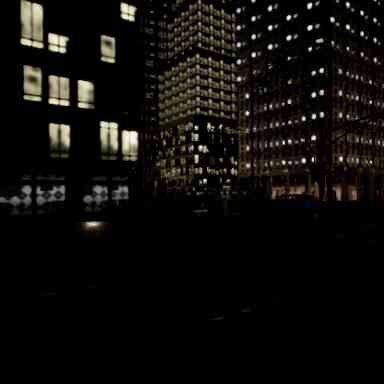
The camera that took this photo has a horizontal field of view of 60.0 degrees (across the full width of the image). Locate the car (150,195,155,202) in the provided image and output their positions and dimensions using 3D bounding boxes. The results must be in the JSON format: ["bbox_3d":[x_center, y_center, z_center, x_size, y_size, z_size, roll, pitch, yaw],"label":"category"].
[{"bbox_3d":[-4.798,0.991,57.973,2.192,1.841,5.009,0,0,-34],"label":"car"}]

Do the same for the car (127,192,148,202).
[{"bbox_3d":[-11.006,0.936,67.149,2.192,1.841,5.009,0,0,-34],"label":"car"}]

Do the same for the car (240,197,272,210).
[{"bbox_3d":[7.635,1.326,39.638,1.887,1.381,4.507,0,0,-34],"label":"car"}]

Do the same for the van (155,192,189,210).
[{"bbox_3d":[-2.428,1.179,39.513,1.690,1.788,3.998,0,0,-34],"label":"van"}]

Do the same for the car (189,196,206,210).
[{"bbox_3d":[-0.122,1.305,40.733,2.128,1.511,4.902,-1,1,-34],"label":"car"}]

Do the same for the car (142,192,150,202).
[{"bbox_3d":[-7.901,1.193,62.562,1.887,1.381,4.507,0,0,-34],"label":"car"}]

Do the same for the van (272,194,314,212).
[{"bbox_3d":[10.812,1.148,35.100,1.690,1.788,3.998,0,0,-34],"label":"van"}]
